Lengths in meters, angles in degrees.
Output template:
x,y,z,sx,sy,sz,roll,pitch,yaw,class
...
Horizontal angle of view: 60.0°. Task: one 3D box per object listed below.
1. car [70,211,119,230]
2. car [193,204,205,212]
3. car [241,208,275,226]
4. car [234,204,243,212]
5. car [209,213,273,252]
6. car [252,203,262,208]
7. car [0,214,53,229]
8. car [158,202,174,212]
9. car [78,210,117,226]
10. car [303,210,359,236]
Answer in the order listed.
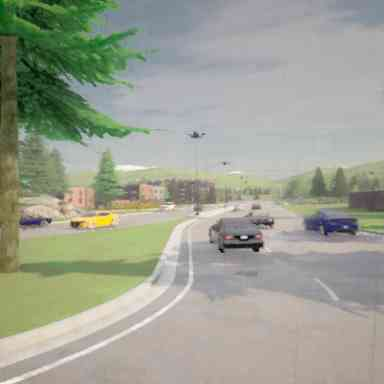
x,y,z,sx,sy,sz,roll,pitch,yaw,class
-8.565,2.440,29.543,1.882,1.535,5.008,-2,-2,25,car
1.521,3.296,68.696,1.837,1.490,4.892,-1,-2,12,car
5.391,2.237,27.128,1.895,1.301,4.718,-1,-2,3,car
9.331,3.143,66.502,1.812,1.442,4.674,-1,-2,10,car
1.949,1.948,15.898,2.033,1.411,5.357,-1,-2,-4,car
12.918,3.040,66.528,2.128,1.511,4.902,-1,-2,12,car
-15.506,2.730,30.935,1.895,1.301,4.718,-2,-2,27,car
-5.334,3.187,70.134,2.150,2.045,5.566,-1,-2,12,car
-9.926,2.702,35.187,1.994,1.385,4.181,-2,-2,18,car
8.721,1.897,21.346,1.882,1.535,5.008,-1,-2,0,car
